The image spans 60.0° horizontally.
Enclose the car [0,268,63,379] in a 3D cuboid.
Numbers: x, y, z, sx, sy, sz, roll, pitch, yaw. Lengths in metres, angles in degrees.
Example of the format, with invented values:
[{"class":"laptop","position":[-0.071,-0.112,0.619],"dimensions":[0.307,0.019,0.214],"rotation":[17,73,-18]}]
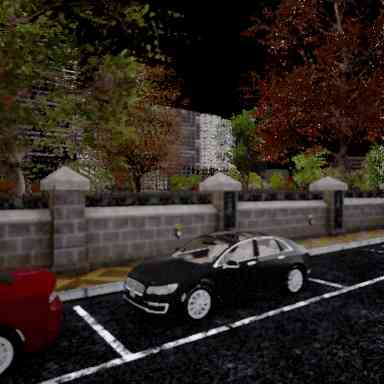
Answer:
[{"class":"car","position":[-3.884,1.546,3.785],"dimensions":[4.507,1.381,1.887],"rotation":[0,0,-36]}]

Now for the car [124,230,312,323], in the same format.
[{"class":"car","position":[0.741,1.545,7.087],"dimensions":[4.403,1.369,2.008],"rotation":[0,0,-36]}]
